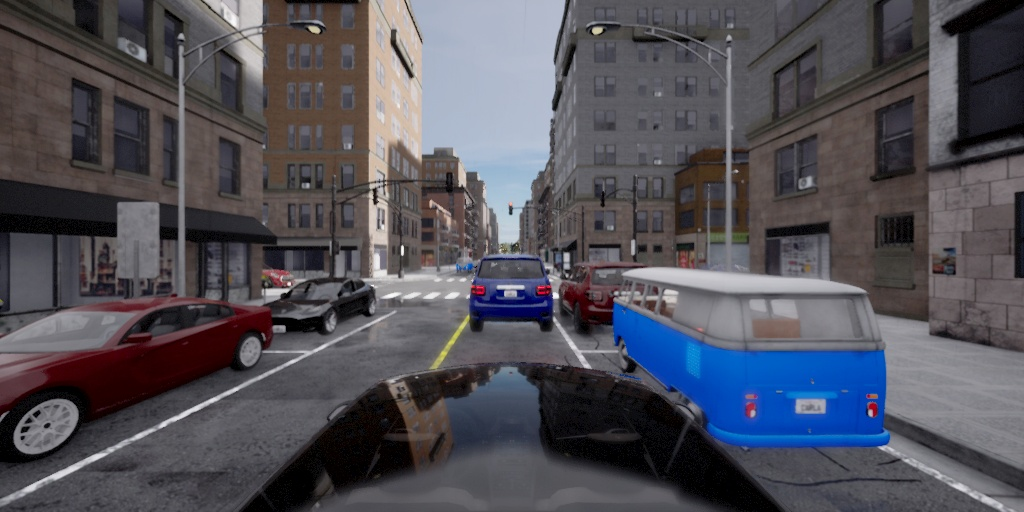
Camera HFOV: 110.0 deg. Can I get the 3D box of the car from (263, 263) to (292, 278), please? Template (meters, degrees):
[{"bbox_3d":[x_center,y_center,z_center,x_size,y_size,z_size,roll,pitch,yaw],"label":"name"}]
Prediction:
[{"bbox_3d":[-16.116,1.159,22.312,4.553,1.767,2.097,0,0,0],"label":"car"}]

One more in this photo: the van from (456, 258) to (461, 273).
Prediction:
[{"bbox_3d":[-5.597,1.076,42.448,1.690,1.789,3.998,0,0,0],"label":"van"}]

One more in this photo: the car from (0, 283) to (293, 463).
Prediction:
[{"bbox_3d":[-5.397,1.294,4.974,1.888,1.381,4.507,0,0,0],"label":"car"}]

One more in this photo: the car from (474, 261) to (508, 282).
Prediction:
[{"bbox_3d":[-1.871,1.246,30.345,1.837,1.490,4.892,-1,0,-16],"label":"car"}]

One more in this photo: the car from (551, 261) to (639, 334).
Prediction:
[{"bbox_3d":[2.602,1.062,10.524,2.192,1.841,5.009,0,0,0],"label":"car"}]

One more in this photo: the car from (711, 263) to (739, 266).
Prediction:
[{"bbox_3d":[14.648,1.219,25.456,5.357,1.411,2.033,0,0,0],"label":"car"}]

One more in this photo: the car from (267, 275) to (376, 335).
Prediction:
[{"bbox_3d":[-5.423,1.313,10.485,1.948,1.339,4.313,0,0,0],"label":"car"}]

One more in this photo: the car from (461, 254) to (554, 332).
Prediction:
[{"bbox_3d":[0.021,0.969,11.021,2.150,2.045,5.566,0,0,1],"label":"car"}]

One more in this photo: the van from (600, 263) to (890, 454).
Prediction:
[{"bbox_3d":[2.628,1.090,5.012,1.690,1.789,3.998,0,0,0],"label":"van"}]
